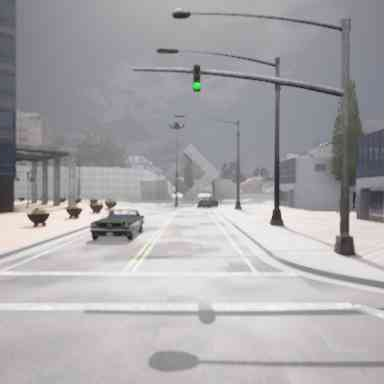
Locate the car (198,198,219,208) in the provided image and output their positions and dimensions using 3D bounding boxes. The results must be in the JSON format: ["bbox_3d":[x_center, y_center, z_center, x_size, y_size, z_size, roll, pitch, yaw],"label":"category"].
[{"bbox_3d":[2.348,1.451,46.451,1.994,1.385,4.181,0,0,22],"label":"car"}]

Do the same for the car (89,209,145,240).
[{"bbox_3d":[-3.587,1.531,16.688,1.895,1.301,4.718,0,0,0],"label":"car"}]
